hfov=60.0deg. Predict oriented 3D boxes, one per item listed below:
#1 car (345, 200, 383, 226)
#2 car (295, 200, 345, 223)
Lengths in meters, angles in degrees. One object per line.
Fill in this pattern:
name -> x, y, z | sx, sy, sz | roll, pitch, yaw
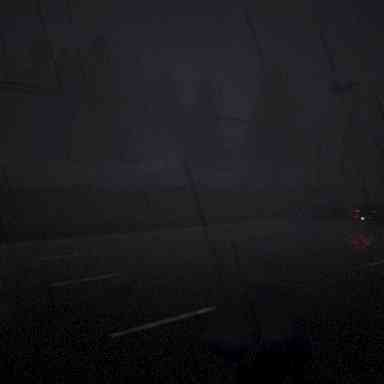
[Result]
car -> 12.048, 1.263, 21.017 | 4.892, 1.490, 1.837 | -1, 1, -35
car -> 9.138, 1.293, 23.257 | 4.674, 1.442, 1.812 | -1, 1, -35
